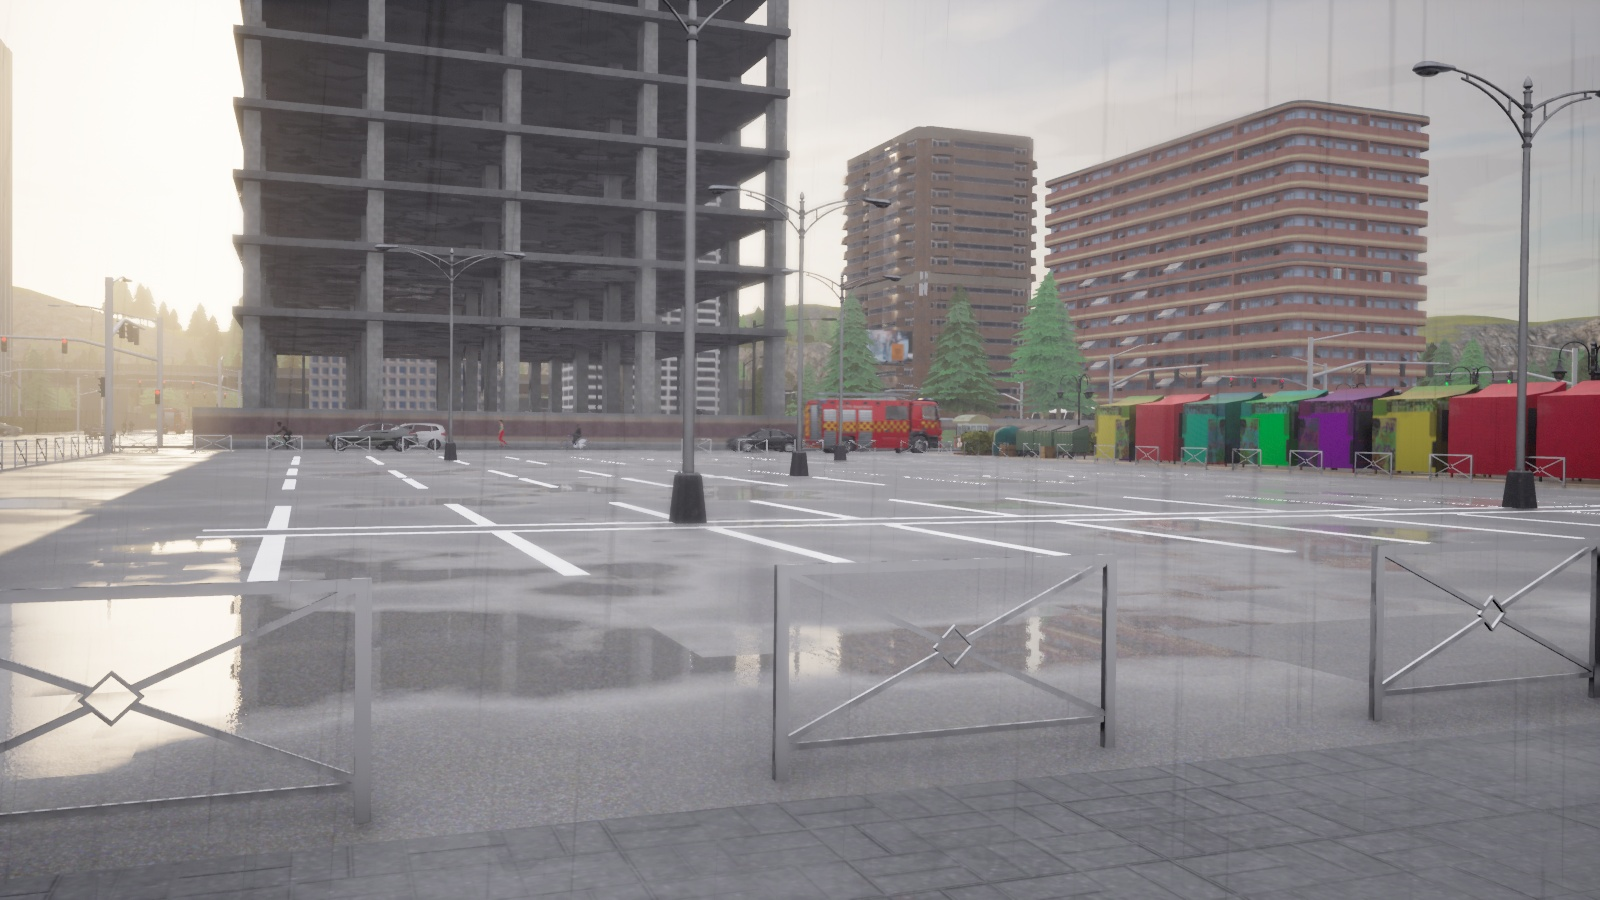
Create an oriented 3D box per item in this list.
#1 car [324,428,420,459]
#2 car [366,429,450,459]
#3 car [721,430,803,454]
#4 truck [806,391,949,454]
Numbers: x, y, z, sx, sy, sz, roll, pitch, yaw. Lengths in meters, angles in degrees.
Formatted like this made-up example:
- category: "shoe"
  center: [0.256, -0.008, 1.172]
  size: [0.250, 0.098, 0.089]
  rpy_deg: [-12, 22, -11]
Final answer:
- category: "car"
  center: [-24.227, -0.374, 71.120]
  size: [5.027, 1.651, 2.152]
  rpy_deg: [-1, 1, -22]
- category: "car"
  center: [-23.501, -0.382, 75.183]
  size: [4.611, 1.667, 2.242]
  rpy_deg: [-1, 1, -22]
- category: "car"
  center: [-2.428, -0.525, 79.838]
  size: [4.892, 1.490, 1.837]
  rpy_deg: [-1, 1, -22]
- category: "truck"
  center: [4.899, -1.759, 78.984]
  size: [8.468, 3.827, 2.891]
  rpy_deg: [-1, 1, -22]
